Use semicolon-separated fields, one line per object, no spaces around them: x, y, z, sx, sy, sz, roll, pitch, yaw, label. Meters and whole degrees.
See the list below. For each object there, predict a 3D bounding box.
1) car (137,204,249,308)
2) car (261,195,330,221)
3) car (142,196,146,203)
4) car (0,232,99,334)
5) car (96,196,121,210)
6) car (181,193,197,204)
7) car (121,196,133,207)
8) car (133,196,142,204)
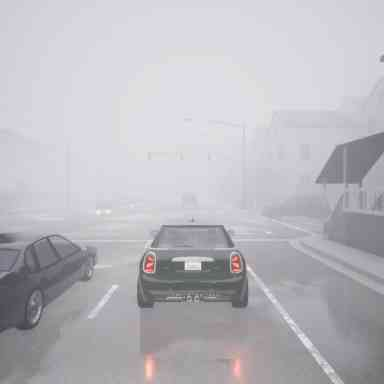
0.005;1.352;8.104;2.097;1.767;4.553;0;0;0;car
8.612;1.302;27.899;5.566;2.045;2.150;-1;0;1;car
-11.225;1.521;72.197;2.128;1.511;4.902;0;0;-1;car
-3.486;1.547;6.823;2.033;1.411;5.357;0;0;0;car
-11.030;1.564;43.200;1.994;1.385;4.181;0;0;-1;car
-0.394;1.221;48.369;2.150;2.045;5.566;0;0;0;car
-11.111;1.353;51.856;2.097;1.767;4.553;0;0;-1;car
-11.181;1.491;61.924;2.128;1.511;4.902;0;0;0;car
